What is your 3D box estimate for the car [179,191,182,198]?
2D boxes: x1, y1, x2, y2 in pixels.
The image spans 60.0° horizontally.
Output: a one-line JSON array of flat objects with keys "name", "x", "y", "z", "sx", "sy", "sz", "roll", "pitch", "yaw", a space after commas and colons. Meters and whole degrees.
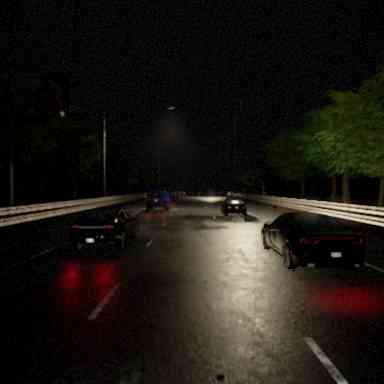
[{"name": "car", "x": -3.516, "y": 0.732, "z": 64.010, "sx": 2.128, "sy": 1.511, "sz": 4.902, "roll": 0, "pitch": 1, "yaw": 0}]

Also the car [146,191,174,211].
[{"name": "car", "x": -3.410, "y": 0.877, "z": 34.341, "sx": 2.150, "sy": 2.045, "sz": 5.566, "roll": 0, "pitch": 1, "yaw": 0}]

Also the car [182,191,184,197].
[{"name": "car", "x": -3.518, "y": 0.472, "z": 74.985, "sx": 2.097, "sy": 1.767, "sz": 4.553, "roll": 0, "pitch": 0, "yaw": 0}]

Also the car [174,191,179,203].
[{"name": "car", "x": -3.513, "y": 0.923, "z": 53.008, "sx": 1.812, "sy": 1.442, "sz": 4.674, "roll": 0, "pitch": 1, "yaw": 0}]

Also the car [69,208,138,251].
[{"name": "car", "x": -3.403, "y": 1.373, "z": 13.523, "sx": 2.128, "sy": 1.511, "sz": 4.902, "roll": 0, "pitch": 1, "yaw": 0}]

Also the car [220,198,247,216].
[{"name": "car", "x": 3.593, "y": 1.265, "z": 29.137, "sx": 2.033, "sy": 1.411, "sz": 5.357, "roll": 0, "pitch": 1, "yaw": 0}]

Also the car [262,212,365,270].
[{"name": "car", "x": 3.598, "y": 1.387, "z": 10.774, "sx": 1.882, "sy": 1.535, "sz": 5.008, "roll": 0, "pitch": 1, "yaw": 0}]
